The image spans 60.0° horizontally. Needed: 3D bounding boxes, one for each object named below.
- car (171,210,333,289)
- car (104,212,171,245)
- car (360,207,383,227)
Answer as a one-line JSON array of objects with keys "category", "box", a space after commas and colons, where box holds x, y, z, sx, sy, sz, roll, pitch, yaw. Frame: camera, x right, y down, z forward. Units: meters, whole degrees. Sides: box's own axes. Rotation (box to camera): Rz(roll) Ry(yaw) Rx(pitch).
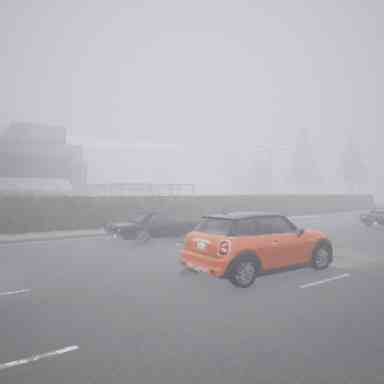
[{"category": "car", "box": [1.955, 1.352, 9.433, 4.553, 1.767, 2.097, 0, 0, -35]}, {"category": "car", "box": [-1.513, 1.601, 15.556, 4.718, 1.301, 1.895, 0, 0, -35]}, {"category": "car", "box": [12.989, 1.601, 21.586, 4.718, 1.301, 1.895, 0, 0, -35]}]
